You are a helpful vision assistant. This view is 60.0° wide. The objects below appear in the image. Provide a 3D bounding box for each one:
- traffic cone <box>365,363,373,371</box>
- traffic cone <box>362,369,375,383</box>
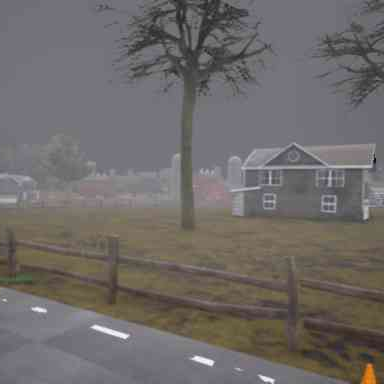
[{"bbox_3d":[1.804,2.052,3.390,0.340,0.580,0.340,0,-1,29],"label":"traffic cone"},{"bbox_3d":[1.629,2.044,3.080,0.340,0.580,0.340,0,-1,32],"label":"traffic cone"}]
